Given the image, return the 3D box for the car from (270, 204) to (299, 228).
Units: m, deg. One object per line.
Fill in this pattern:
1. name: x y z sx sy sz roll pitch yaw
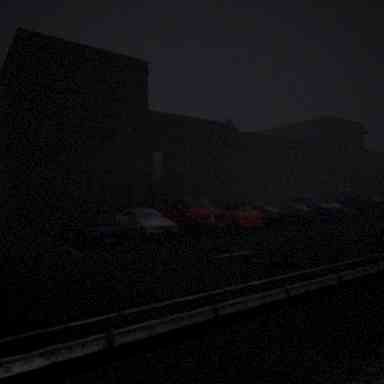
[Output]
1. car: 4.199 1.535 21.653 2.002 1.452 4.674 0 0 -36

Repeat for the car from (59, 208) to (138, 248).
1. car: -4.655 1.541 15.293 2.163 1.488 4.792 0 0 -36

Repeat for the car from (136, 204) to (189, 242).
1. car: -2.430 1.548 16.922 2.002 1.452 4.674 0 0 -36

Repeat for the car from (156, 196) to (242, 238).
1. car: -0.168 1.253 18.501 2.435 2.045 5.566 0 0 -36

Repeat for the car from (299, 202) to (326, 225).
1. car: 6.549 1.530 23.332 2.002 1.452 4.674 0 0 -36

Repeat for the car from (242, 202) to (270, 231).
1. car: 2.078 1.375 20.102 2.185 1.767 4.553 0 0 -36

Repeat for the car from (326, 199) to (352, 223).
1. car: 8.794 1.485 24.933 2.097 1.535 5.008 0 0 -36

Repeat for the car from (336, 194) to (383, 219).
1. car: 15.537 1.226 29.723 2.435 2.045 5.566 0 0 -36

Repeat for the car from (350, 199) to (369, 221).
1. car: 11.032 1.521 26.542 2.002 1.452 4.674 0 0 -36
